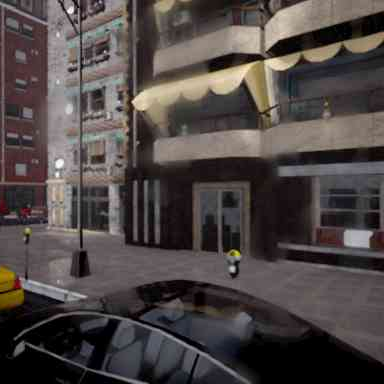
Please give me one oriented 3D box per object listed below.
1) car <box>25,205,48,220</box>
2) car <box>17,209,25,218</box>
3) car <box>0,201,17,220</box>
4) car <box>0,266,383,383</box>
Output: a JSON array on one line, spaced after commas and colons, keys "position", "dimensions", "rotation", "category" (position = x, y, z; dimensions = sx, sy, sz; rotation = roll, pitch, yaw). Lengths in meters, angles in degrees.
[{"position": [-14.615, 1.932, 35.168], "dimensions": [2.097, 1.767, 4.553], "rotation": [0, -1, 35], "category": "car"}, {"position": [-16.864, 2.126, 36.497], "dimensions": [1.887, 1.381, 4.507], "rotation": [-1, -2, 35], "category": "car"}, {"position": [-20.153, 1.793, 31.853], "dimensions": [2.192, 1.841, 5.009], "rotation": [-1, -2, 35], "category": "car"}, {"position": [-0.490, 1.578, 3.221], "dimensions": [4.313, 1.339, 1.947], "rotation": [0, 0, 35], "category": "car"}]
